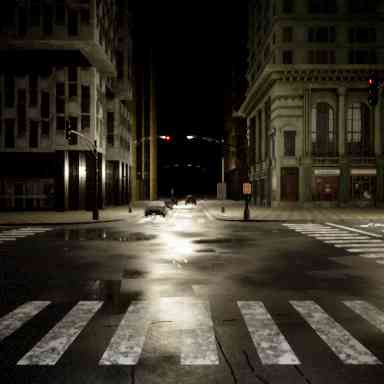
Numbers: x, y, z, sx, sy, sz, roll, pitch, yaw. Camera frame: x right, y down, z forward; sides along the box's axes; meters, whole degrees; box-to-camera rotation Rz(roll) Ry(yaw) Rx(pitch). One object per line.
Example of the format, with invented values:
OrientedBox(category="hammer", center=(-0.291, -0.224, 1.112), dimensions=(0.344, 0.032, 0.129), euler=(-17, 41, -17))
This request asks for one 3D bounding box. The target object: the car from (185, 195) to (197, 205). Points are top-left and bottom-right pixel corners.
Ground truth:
OrientedBox(category="car", center=(-0.210, 1.465, 58.093), dimensions=(1.812, 1.442, 4.674), euler=(0, 0, -1))

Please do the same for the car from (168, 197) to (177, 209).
OrientedBox(category="car", center=(-3.268, 1.516, 42.078), dimensions=(2.033, 1.411, 5.357), euler=(0, 0, -1))

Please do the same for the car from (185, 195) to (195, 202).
OrientedBox(category="car", center=(-0.427, 1.454, 73.760), dimensions=(1.994, 1.385, 4.181), euler=(0, 0, 0))

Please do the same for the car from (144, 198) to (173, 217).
OrientedBox(category="car", center=(-3.214, 1.532, 31.023), dimensions=(2.033, 1.411, 5.357), euler=(0, 0, 1))
